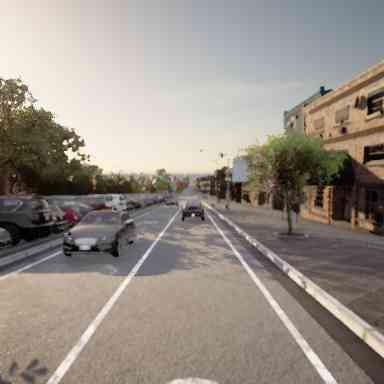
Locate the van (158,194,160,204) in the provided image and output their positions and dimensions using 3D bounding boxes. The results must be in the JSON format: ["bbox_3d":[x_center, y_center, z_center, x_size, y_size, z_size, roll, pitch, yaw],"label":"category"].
[{"bbox_3d":[-8.790,1.456,61.915,4.442,1.987,1.878,0,0,0],"label":"van"}]

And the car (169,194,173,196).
[{"bbox_3d":[-8.922,1.632,92.751,5.566,2.045,2.435,0,0,0],"label":"car"}]

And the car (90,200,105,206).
[{"bbox_3d":[-8.845,1.481,22.671,4.892,1.521,2.231,0,0,0],"label":"car"}]

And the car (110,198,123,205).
[{"bbox_3d":[-8.853,1.498,28.278,5.008,1.535,2.097,0,0,0],"label":"car"}]

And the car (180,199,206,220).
[{"bbox_3d":[0.095,1.537,28.297,1.837,1.490,4.892,0,0,0],"label":"car"}]

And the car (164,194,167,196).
[{"bbox_3d":[-8.894,1.504,73.128,5.566,2.045,2.435,0,0,0],"label":"car"}]

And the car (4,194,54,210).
[{"bbox_3d":[-21.932,1.321,44.853,5.566,2.045,2.435,0,0,0],"label":"car"}]

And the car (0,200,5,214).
[{"bbox_3d":[-21.974,1.547,33.713,4.792,1.488,2.163,0,0,0],"label":"car"}]

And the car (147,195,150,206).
[{"bbox_3d":[-8.915,1.620,47.897,4.792,1.488,2.163,0,0,0],"label":"car"}]

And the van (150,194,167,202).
[{"bbox_3d":[-9.063,1.639,89.947,4.442,1.987,1.878,0,0,0],"label":"van"}]

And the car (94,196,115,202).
[{"bbox_3d":[-21.989,1.856,83.840,4.792,1.488,2.163,0,0,0],"label":"car"}]

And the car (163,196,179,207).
[{"bbox_3d":[-3.308,1.734,56.054,1.994,1.385,4.181,0,0,0],"label":"car"}]

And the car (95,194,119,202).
[{"bbox_3d":[-22.050,1.593,86.617,5.566,2.045,2.435,0,0,0],"label":"car"}]

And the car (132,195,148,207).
[{"bbox_3d":[-9.068,1.569,45.094,5.366,1.575,1.946,0,0,0],"label":"car"}]

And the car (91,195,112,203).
[{"bbox_3d":[-22.044,1.683,81.063,4.553,1.767,2.185,0,0,0],"label":"car"}]

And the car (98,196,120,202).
[{"bbox_3d":[-22.211,1.860,89.391,5.366,1.575,1.946,0,0,0],"label":"car"}]

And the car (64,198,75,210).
[{"bbox_3d":[-8.815,1.335,17.064,4.553,1.767,2.185,0,0,0],"label":"car"}]

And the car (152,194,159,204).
[{"bbox_3d":[-8.897,1.663,59.110,5.008,1.535,2.097,0,0,0],"label":"car"}]

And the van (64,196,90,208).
[{"bbox_3d":[-8.732,1.245,19.868,4.442,1.987,1.878,0,0,0],"label":"van"}]

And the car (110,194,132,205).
[{"bbox_3d":[-8.890,1.256,31.082,5.566,2.045,2.435,0,0,0],"label":"car"}]

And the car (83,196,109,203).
[{"bbox_3d":[-21.820,1.769,75.513,5.366,1.575,1.946,0,0,0],"label":"car"}]

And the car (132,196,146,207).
[{"bbox_3d":[-8.873,1.555,42.294,5.008,1.535,2.097,0,0,0],"label":"car"}]

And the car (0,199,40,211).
[{"bbox_3d":[-21.955,1.595,41.944,4.674,1.452,2.002,0,0,0],"label":"car"}]

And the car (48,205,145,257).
[{"bbox_3d":[-3.351,1.475,12.861,2.128,1.511,4.902,0,0,0],"label":"car"}]

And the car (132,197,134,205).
[{"bbox_3d":[-8.862,1.518,33.889,4.892,1.521,2.231,0,0,0],"label":"car"}]

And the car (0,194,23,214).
[{"bbox_3d":[-21.921,1.277,36.498,5.566,2.045,2.435,0,0,0],"label":"car"}]

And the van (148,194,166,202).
[{"bbox_3d":[-9.059,1.621,87.144,4.442,1.987,1.878,0,0,0],"label":"van"}]

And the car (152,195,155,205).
[{"bbox_3d":[-8.865,1.657,53.504,4.792,1.488,2.163,0,0,0],"label":"car"}]

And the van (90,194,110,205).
[{"bbox_3d":[-8.971,1.263,25.475,4.442,1.987,1.878,0,0,0],"label":"van"}]

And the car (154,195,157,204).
[{"bbox_3d":[-8.869,1.675,56.307,4.792,1.488,2.163,0,0,0],"label":"car"}]

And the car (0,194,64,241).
[{"bbox_3d":[-8.874,1.204,14.263,5.566,2.045,2.435,0,0,0],"label":"car"}]

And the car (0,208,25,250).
[{"bbox_3d":[-8.851,1.451,11.457,4.892,1.521,2.231,0,0,0],"label":"car"}]

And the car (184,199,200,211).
[{"bbox_3d":[0.059,1.647,44.538,2.033,1.411,5.357,0,0,0],"label":"car"}]

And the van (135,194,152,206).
[{"bbox_3d":[-8.773,1.383,50.702,4.442,1.987,1.878,0,0,0],"label":"van"}]

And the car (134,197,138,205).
[{"bbox_3d":[-8.841,1.557,36.686,4.792,1.488,2.163,0,0,0],"label":"car"}]

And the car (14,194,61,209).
[{"bbox_3d":[-21.937,1.339,47.515,5.566,2.045,2.435,0,0,0],"label":"car"}]

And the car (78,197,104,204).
[{"bbox_3d":[-22.007,1.755,72.736,4.892,1.521,2.231,0,0,0],"label":"car"}]

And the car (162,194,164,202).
[{"bbox_3d":[-8.887,1.611,70.324,4.553,1.767,2.185,0,0,0],"label":"car"}]

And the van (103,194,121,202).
[{"bbox_3d":[-22.146,1.655,92.167,4.442,1.987,1.878,0,0,0],"label":"van"}]
